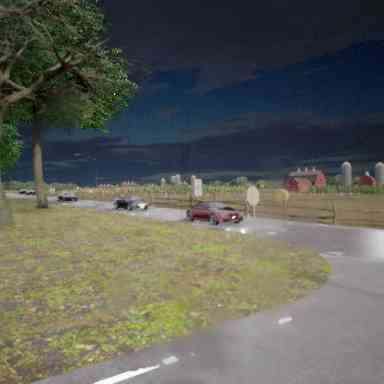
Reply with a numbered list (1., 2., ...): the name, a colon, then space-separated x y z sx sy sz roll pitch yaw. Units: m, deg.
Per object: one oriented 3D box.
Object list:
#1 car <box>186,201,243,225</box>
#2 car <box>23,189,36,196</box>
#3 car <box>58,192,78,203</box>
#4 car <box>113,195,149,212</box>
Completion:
1. car: 1.382 1.297 21.623 1.994 1.385 4.181 -1 2 -34
2. car: -40.948 0.209 84.702 1.882 1.535 5.008 -1 1 -36
3. car: -18.226 0.725 48.735 1.882 1.535 5.008 -1 1 -36
4. car: -5.835 1.026 31.537 2.128 1.511 4.902 -1 2 -36
